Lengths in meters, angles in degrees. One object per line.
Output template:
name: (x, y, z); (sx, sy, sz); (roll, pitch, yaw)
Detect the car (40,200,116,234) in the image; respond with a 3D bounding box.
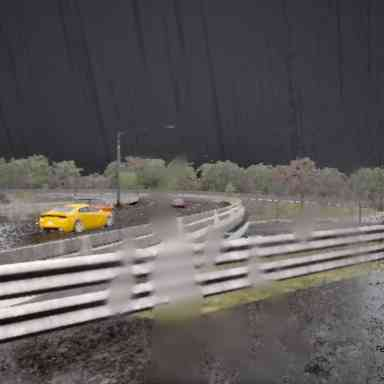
car: (-6.463, 1.435, 19.239); (1.882, 1.535, 5.008); (0, 0, 18)

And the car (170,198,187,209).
car: (-1.750, 1.478, 45.061); (1.994, 1.385, 4.181); (0, 0, 4)

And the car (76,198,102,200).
car: (-7.968, 1.293, 26.999); (2.097, 1.767, 4.553); (0, 0, 14)
